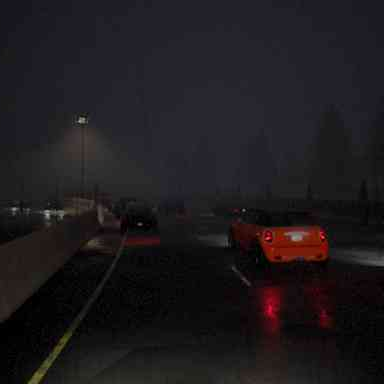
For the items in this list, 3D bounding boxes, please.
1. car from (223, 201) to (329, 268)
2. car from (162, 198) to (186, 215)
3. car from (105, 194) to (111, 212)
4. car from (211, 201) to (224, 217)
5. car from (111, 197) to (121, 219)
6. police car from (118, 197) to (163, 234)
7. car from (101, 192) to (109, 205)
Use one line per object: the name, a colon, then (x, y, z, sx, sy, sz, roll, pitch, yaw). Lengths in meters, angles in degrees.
car: (2.669, 1.295, 11.357, 2.097, 1.767, 4.553, 0, 0, -7)
car: (-2.098, 1.336, 32.510, 1.882, 1.535, 5.008, 0, 0, -18)
car: (-7.508, 1.318, 34.399, 1.801, 1.575, 5.366, 0, 0, -20)
car: (3.220, 1.418, 27.251, 2.033, 1.411, 5.357, 0, 0, -15)
car: (-5.492, 1.236, 28.471, 2.097, 1.767, 4.553, 0, 0, -17)
police car: (-3.049, 1.348, 18.852, 1.930, 1.638, 5.238, 0, 0, -11)
car: (-14.011, 1.026, 50.699, 2.150, 2.045, 5.566, 0, 0, -31)
